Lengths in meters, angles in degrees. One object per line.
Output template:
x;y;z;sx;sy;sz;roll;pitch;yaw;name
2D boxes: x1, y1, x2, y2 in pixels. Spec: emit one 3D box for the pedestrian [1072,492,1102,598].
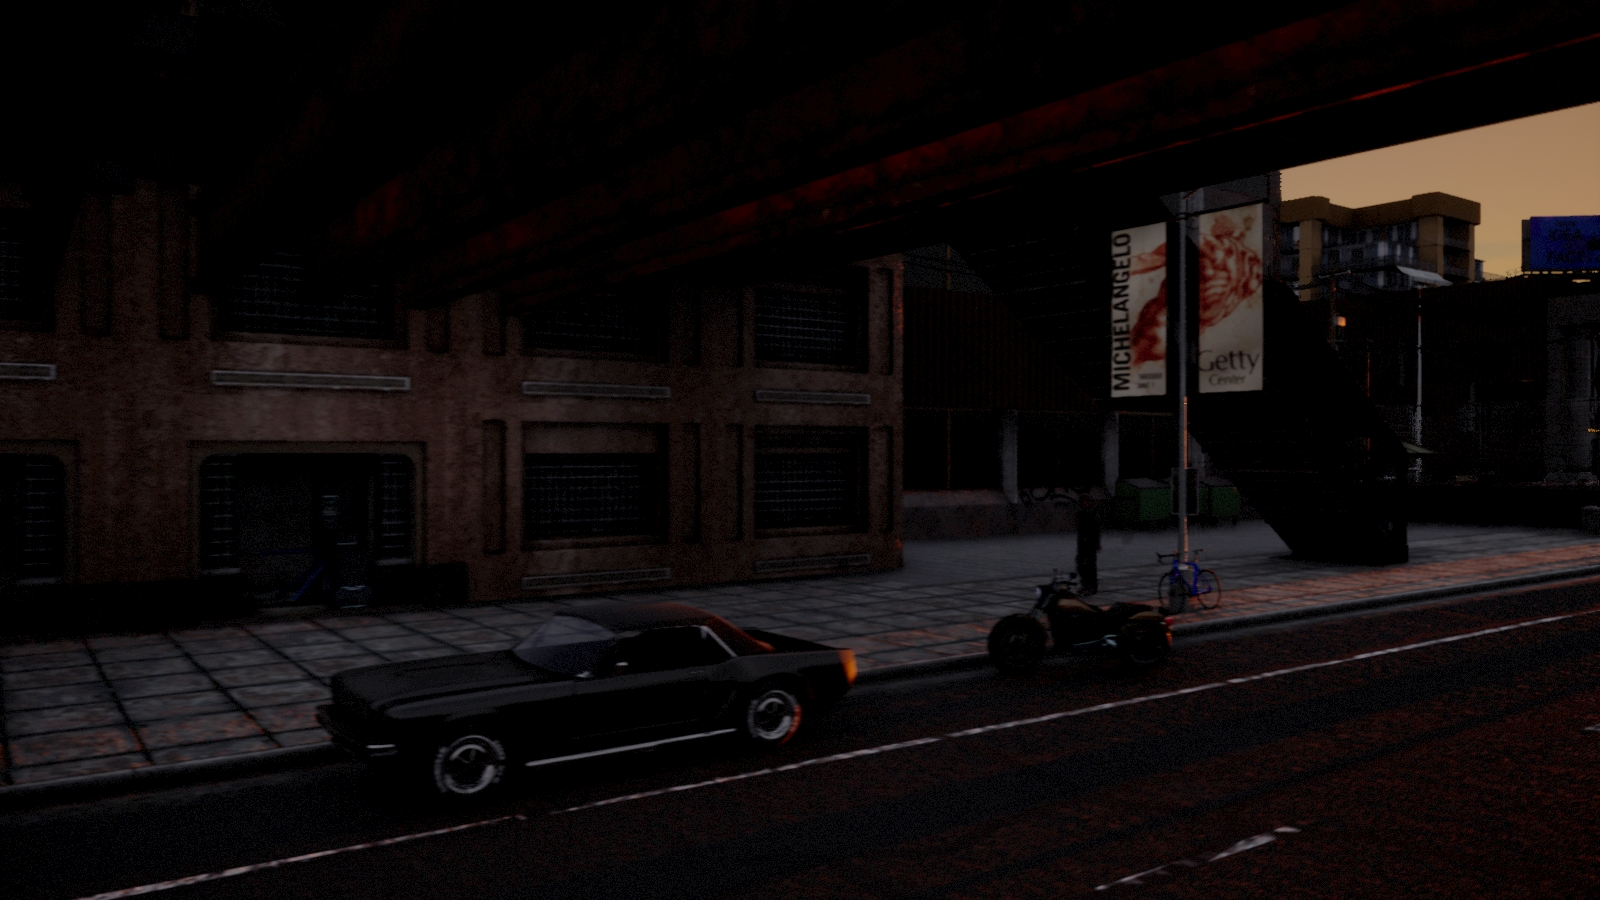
5.173;1.699;20.576;0.375;1.860;0.375;0;0;-29;pedestrian
